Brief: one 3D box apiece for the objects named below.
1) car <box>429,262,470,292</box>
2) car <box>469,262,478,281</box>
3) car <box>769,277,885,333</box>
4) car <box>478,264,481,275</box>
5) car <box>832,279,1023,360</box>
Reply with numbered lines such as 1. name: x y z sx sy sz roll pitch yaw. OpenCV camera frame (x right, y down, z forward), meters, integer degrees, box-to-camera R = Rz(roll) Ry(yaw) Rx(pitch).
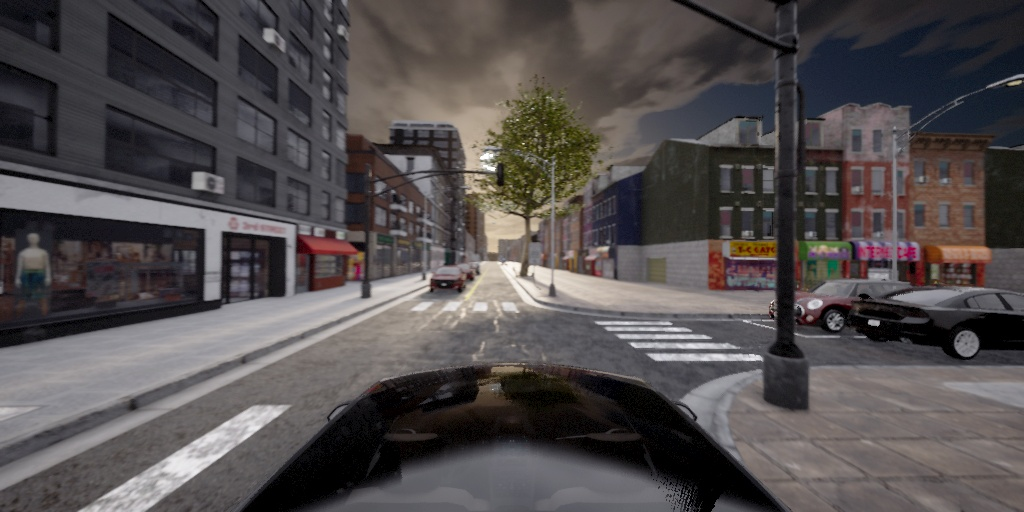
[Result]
1. car: -3.906 1.343 22.440 1.882 1.535 5.008 1 0 -3
2. car: -4.401 1.419 32.845 1.882 1.535 5.008 1 0 -3
3. car: 10.397 1.447 11.196 4.097 1.591 1.967 0 0 -3
4. car: -4.984 1.530 45.517 2.128 1.511 4.902 1 -1 -2
5. car: 11.010 1.468 8.592 5.008 1.535 1.882 1 -1 -3
